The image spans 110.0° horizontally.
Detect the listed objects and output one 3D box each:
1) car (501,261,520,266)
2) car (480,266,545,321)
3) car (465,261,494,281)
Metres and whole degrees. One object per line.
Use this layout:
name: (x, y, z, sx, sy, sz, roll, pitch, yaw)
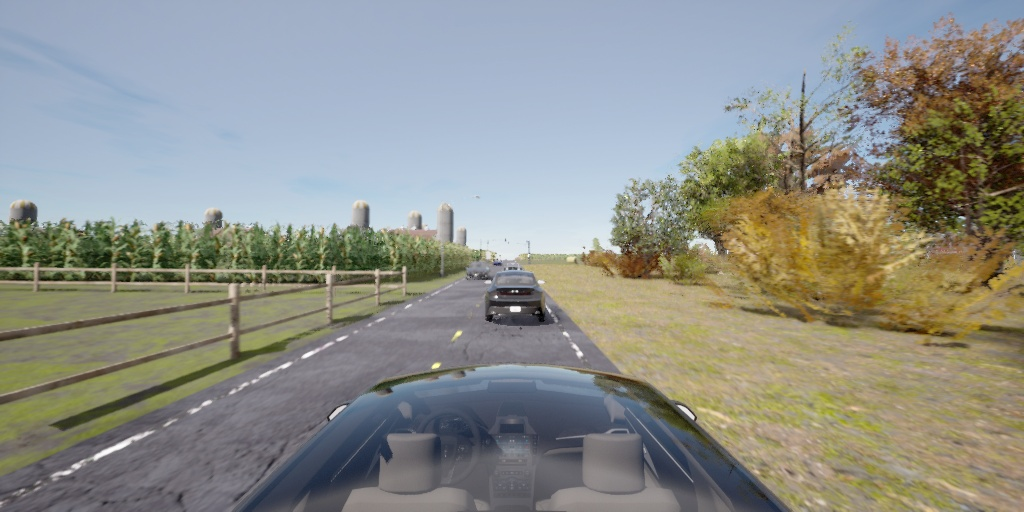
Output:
car: (0.097, 1.367, 38.578, 1.895, 1.301, 4.718, 0, 0, 0)
car: (0.096, 1.259, 12.562, 1.837, 1.490, 4.892, 0, 0, 0)
car: (-2.848, 1.267, 30.724, 1.837, 1.490, 4.892, 0, 0, 0)
